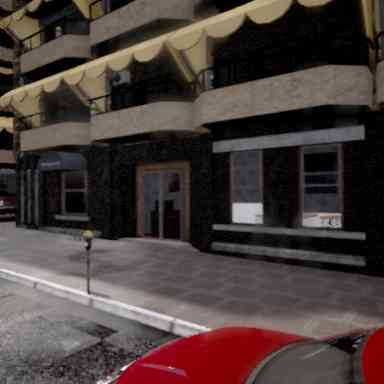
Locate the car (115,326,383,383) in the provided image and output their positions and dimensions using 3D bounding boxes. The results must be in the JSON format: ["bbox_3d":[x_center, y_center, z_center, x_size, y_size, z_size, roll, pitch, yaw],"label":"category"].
[{"bbox_3d":[1.428,1.546,1.869,4.507,1.381,1.887,0,-1,35],"label":"car"}]
